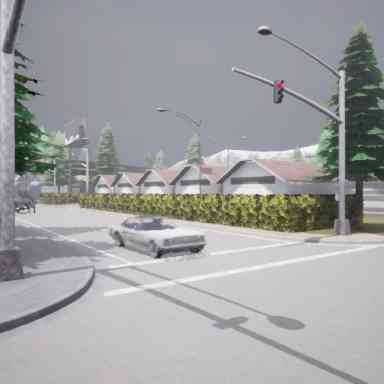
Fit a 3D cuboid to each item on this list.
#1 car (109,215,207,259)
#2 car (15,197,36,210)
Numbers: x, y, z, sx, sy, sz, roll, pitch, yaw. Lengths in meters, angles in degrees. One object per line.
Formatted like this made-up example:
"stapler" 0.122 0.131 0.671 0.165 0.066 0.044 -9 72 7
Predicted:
"car" -1.490 1.622 12.925 1.895 1.301 4.718 0 0 -36
"car" -18.056 1.359 35.665 1.837 1.490 4.892 0 0 -36
